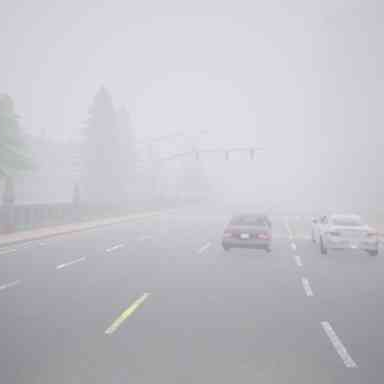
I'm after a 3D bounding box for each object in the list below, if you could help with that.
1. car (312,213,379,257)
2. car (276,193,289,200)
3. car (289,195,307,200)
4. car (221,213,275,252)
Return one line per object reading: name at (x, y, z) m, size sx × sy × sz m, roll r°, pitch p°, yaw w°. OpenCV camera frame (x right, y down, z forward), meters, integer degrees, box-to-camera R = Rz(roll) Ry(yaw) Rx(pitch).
car at (5.823, 1.531, 13.013) m, size 1.812 × 1.442 × 4.674 m, roll 0°, pitch 0°, yaw 14°
car at (25.706, 1.513, 90.021) m, size 2.128 × 1.511 × 4.902 m, roll 0°, pitch 0°, yaw 44°
car at (28.404, 1.506, 87.770) m, size 2.033 × 1.411 × 5.357 m, roll 0°, pitch 0°, yaw 44°
car at (2.430, 1.561, 13.871) m, size 2.033 × 1.411 × 5.357 m, roll 0°, pitch 0°, yaw 14°
